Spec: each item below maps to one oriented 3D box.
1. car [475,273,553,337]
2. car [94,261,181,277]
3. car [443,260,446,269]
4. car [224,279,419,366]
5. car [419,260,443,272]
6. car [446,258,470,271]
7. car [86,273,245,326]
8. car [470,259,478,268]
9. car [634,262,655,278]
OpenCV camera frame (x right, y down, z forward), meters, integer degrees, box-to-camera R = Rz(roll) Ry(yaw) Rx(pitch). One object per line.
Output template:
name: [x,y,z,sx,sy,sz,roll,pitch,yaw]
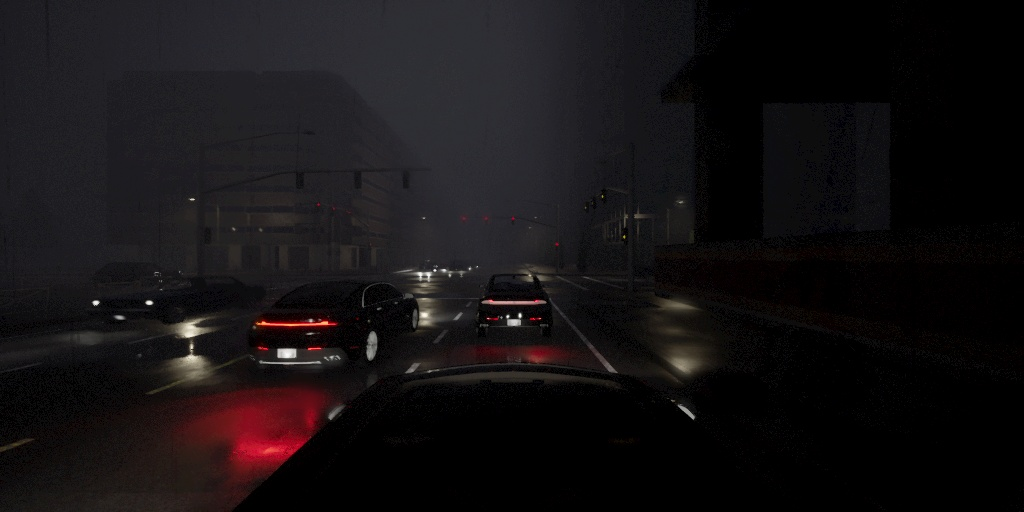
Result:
car: [0.055,1.242,10.274,2.128,1.511,4.902,0,0,0]
car: [-24.417,1.157,23.620,4.553,1.767,2.097,0,0,0]
car: [-10.979,1.351,56.882,1.895,1.301,4.718,0,0,1]
car: [-3.454,1.255,7.953,1.837,1.490,4.892,0,0,0]
car: [-11.005,1.242,47.538,2.128,1.511,4.902,0,0,0]
car: [-7.512,1.228,50.310,1.882,1.535,5.008,0,0,0]
car: [-10.582,1.351,11.883,1.895,1.301,4.718,0,0,0]
car: [-7.437,1.314,60.327,1.994,1.385,4.181,0,0,1]
car: [13.932,1.297,34.272,4.902,1.511,2.128,0,0,0]
